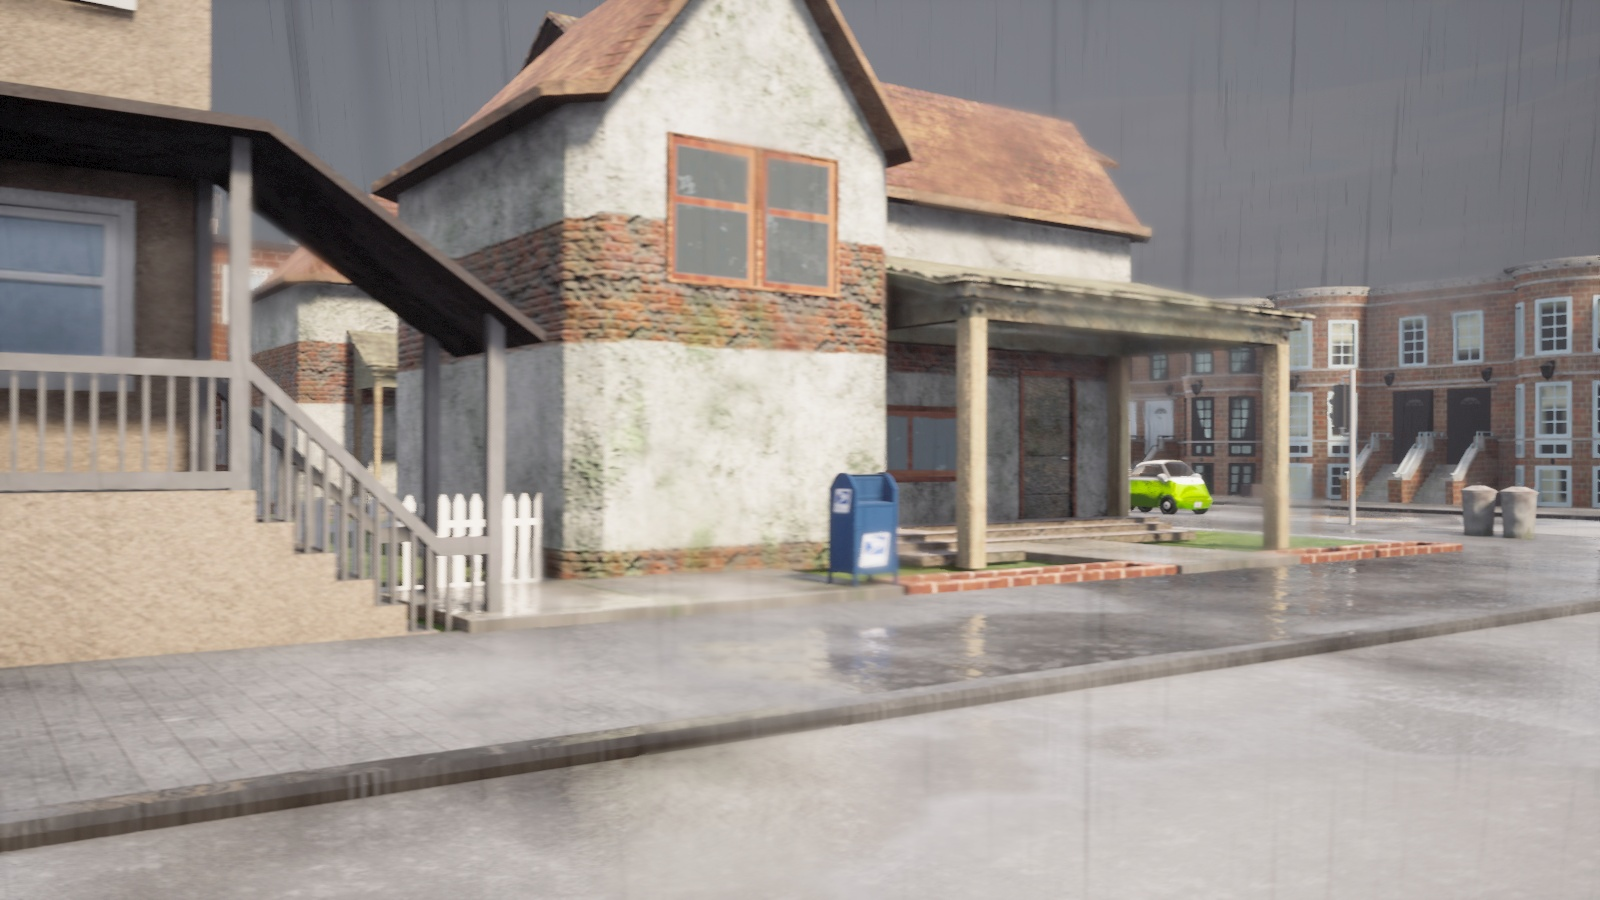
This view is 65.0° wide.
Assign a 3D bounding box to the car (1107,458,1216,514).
[{"bbox_3d":[9.155,0.889,31.874,1.481,1.376,2.207,0,-1,-35],"label":"car"}]
